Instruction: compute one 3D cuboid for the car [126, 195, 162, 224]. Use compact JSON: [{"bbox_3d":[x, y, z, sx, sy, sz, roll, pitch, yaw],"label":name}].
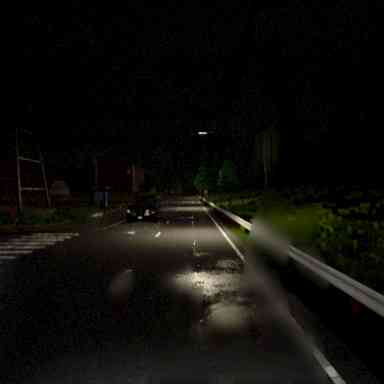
[{"bbox_3d":[-3.553,1.328,25.502,2.150,2.045,5.566,0,2,0],"label":"car"}]
